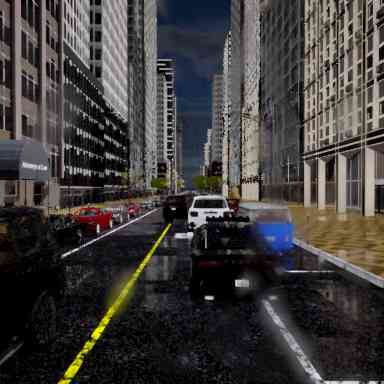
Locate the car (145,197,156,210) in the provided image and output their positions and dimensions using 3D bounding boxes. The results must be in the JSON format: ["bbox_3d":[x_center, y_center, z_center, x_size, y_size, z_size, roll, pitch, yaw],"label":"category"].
[{"bbox_3d":[-5.735,1.541,41.469,2.008,1.369,4.403,-1,0,0],"label":"car"}]

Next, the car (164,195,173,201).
[{"bbox_3d":[-5.767,1.503,81.085,1.752,1.417,4.829,-1,0,0],"label":"car"}]

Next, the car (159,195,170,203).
[{"bbox_3d":[-5.759,1.422,69.887,1.967,1.590,4.097,-1,0,0],"label":"car"}]

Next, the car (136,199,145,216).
[{"bbox_3d":[-5.725,1.575,30.102,1.802,1.307,4.206,-1,0,0],"label":"car"}]

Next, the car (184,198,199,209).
[{"bbox_3d":[-0.027,1.553,45.684,1.994,1.385,4.181,0,0,1],"label":"car"}]

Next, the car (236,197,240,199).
[{"bbox_3d":[2.658,1.309,24.425,2.192,1.841,5.009,-1,0,0],"label":"car"}]

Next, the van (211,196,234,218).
[{"bbox_3d":[2.654,1.334,30.109,1.690,1.788,3.998,-1,0,0],"label":"van"}]

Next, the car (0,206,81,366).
[{"bbox_3d":[-3.106,1.221,3.167,2.150,2.045,5.566,0,0,0],"label":"car"}]

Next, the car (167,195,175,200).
[{"bbox_3d":[-5.777,1.539,92.622,1.947,1.339,4.313,-1,0,0],"label":"car"}]

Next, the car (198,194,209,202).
[{"bbox_3d":[2.615,1.295,75.578,2.192,1.841,5.009,-1,0,0],"label":"car"}]

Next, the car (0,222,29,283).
[{"bbox_3d":[-5.706,1.549,7.367,2.008,1.369,4.403,-1,0,0],"label":"car"}]

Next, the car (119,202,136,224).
[{"bbox_3d":[-5.721,1.545,24.418,2.008,1.369,4.403,-1,0,0],"label":"car"}]

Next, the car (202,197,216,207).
[{"bbox_3d":[2.637,1.538,52.843,2.008,1.369,4.403,-1,0,0],"label":"car"}]

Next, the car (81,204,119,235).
[{"bbox_3d":[-5.715,1.540,18.735,1.887,1.381,4.507,-1,0,0],"label":"car"}]

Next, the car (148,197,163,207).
[{"bbox_3d":[-5.744,1.538,52.836,2.008,1.369,4.403,-1,0,0],"label":"car"}]

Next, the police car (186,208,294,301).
[{"bbox_3d":[0.891,1.423,8.513,1.930,1.638,5.238,0,0,0],"label":"police car"}]

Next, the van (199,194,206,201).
[{"bbox_3d":[2.606,1.317,86.946,1.690,1.788,3.998,-1,0,0],"label":"van"}]

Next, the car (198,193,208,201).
[{"bbox_3d":[2.611,1.293,81.262,2.192,1.841,5.009,-1,0,0],"label":"car"}]

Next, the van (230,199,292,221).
[{"bbox_3d":[2.668,1.338,13.058,1.690,1.788,3.998,-1,0,0],"label":"van"}]

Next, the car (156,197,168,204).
[{"bbox_3d":[-5.753,1.565,64.204,1.802,1.307,4.206,-1,0,0],"label":"car"}]

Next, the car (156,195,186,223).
[{"bbox_3d":[-0.165,1.214,24.787,2.150,2.045,5.566,-1,0,24],"label":"car"}]

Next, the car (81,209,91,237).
[{"bbox_3d":[-5.710,1.563,13.051,1.947,1.339,4.313,-1,0,0],"label":"car"}]

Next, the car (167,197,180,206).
[{"bbox_3d":[-3.045,1.587,54.608,1.895,1.301,4.718,0,0,0],"label":"car"}]

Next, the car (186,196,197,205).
[{"bbox_3d":[-0.052,1.511,59.413,1.812,1.442,4.674,0,0,0],"label":"car"}]

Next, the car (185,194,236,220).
[{"bbox_3d":[0.883,1.220,18.434,2.150,2.045,5.566,0,0,0],"label":"car"}]
